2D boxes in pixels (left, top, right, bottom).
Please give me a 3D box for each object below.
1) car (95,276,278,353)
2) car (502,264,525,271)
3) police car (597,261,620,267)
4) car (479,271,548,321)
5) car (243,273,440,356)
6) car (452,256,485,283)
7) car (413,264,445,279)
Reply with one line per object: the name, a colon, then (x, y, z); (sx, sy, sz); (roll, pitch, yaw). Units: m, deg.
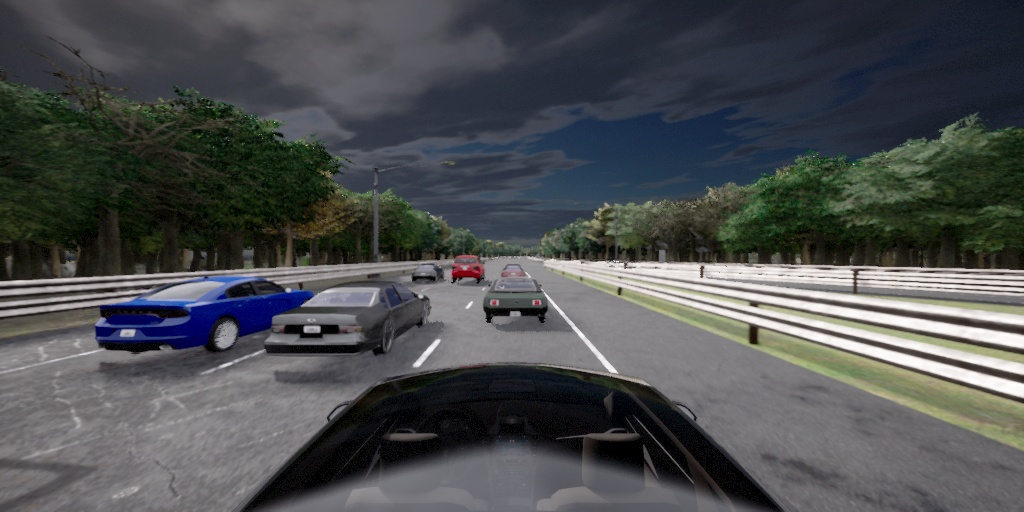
car: (-6.897, 1.236, 8.912); (1.882, 1.535, 5.008); (0, 0, 0)
car: (0.110, 1.359, 29.762); (1.994, 1.385, 4.181); (0, 0, 0)
police car: (14.022, 1.444, 51.688); (2.038, 1.542, 4.974); (0, 0, -15)
car: (0.104, 1.365, 12.416); (1.895, 1.301, 4.718); (0, 0, 0)
car: (-3.402, 1.305, 8.646); (2.033, 1.411, 5.357); (0, 0, 0)
car: (-3.389, 1.014, 28.475); (2.150, 2.045, 5.566); (0, 0, 0)
car: (-6.888, 1.331, 29.810); (1.994, 1.385, 4.181); (0, 0, 0)
